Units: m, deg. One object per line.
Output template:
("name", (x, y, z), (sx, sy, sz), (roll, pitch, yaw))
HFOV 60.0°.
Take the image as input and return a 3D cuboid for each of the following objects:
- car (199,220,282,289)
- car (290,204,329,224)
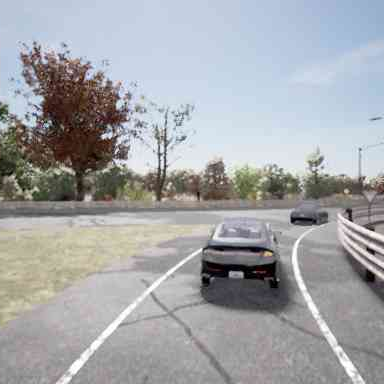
("car", (1.458, 1.518, 9.327), (2.128, 1.511, 4.902), (0, 0, 13))
("car", (9.078, 1.639, 25.516), (1.994, 1.385, 4.181), (0, 0, 36))
